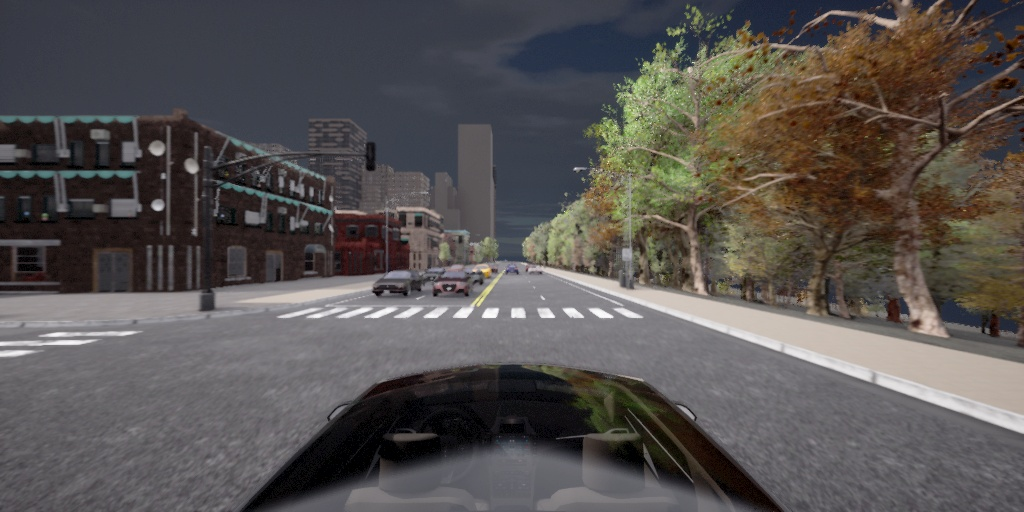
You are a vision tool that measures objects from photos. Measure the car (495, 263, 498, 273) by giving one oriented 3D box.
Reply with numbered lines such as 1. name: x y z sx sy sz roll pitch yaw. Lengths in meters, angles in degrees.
1. car: -3.244 1.802 55.894 2.097 1.767 4.553 0 -1 0

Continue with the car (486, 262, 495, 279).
1. car: -3.335 1.724 40.223 1.882 1.535 5.008 0 -1 0

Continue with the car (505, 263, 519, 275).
1. car: 0.002 1.914 51.276 1.812 1.442 4.674 0 -1 0

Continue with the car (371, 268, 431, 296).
1. car: -6.600 1.554 21.566 2.033 1.411 5.357 0 -1 0

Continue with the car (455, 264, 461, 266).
1. car: -6.579 1.768 43.678 1.882 1.535 5.008 0 -1 0

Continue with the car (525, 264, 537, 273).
1. car: 3.276 2.045 61.577 1.812 1.442 4.674 0 -1 0

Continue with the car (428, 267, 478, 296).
1. car: -3.349 1.565 21.136 1.994 1.385 4.181 0 -1 0

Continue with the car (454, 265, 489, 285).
1. car: -3.338 1.681 30.137 1.994 1.385 4.181 0 -1 1

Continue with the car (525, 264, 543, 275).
1. car: 3.356 1.994 51.660 1.895 1.301 4.718 0 -1 0

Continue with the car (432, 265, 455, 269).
1. car: -6.592 1.698 31.542 1.994 1.385 4.181 0 -1 0
